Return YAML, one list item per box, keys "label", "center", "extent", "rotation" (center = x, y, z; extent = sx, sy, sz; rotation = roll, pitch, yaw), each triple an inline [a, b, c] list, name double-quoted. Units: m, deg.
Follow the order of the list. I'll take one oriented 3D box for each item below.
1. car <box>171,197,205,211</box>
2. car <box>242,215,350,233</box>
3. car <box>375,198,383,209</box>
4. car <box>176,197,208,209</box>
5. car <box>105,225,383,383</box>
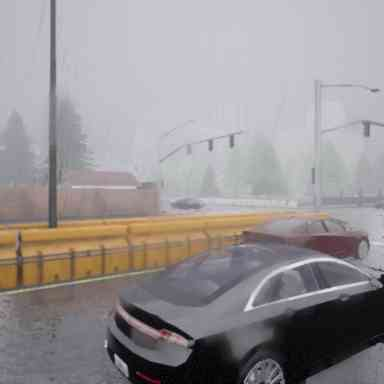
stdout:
- label: "car"
  center: [-0.798, 1.628, 42.139]
  extent: [1.895, 1.301, 4.718]
  rotation: [0, 0, -33]
- label: "car"
  center: [3.793, 1.488, 10.764]
  extent: [5.008, 1.535, 1.882]
  rotation: [0, 0, -36]
- label: "car"
  center: [26.431, 1.406, 44.314]
  extent: [4.553, 1.767, 2.097]
  rotation: [0, 0, -35]
- label: "car"
  center: [-0.048, 1.523, 47.381]
  extent: [2.128, 1.511, 4.902]
  rotation: [0, 0, -33]
- label: "car"
  center: [1.288, 1.494, 4.672]
  extent: [4.902, 1.511, 2.128]
  rotation: [0, 0, -35]
